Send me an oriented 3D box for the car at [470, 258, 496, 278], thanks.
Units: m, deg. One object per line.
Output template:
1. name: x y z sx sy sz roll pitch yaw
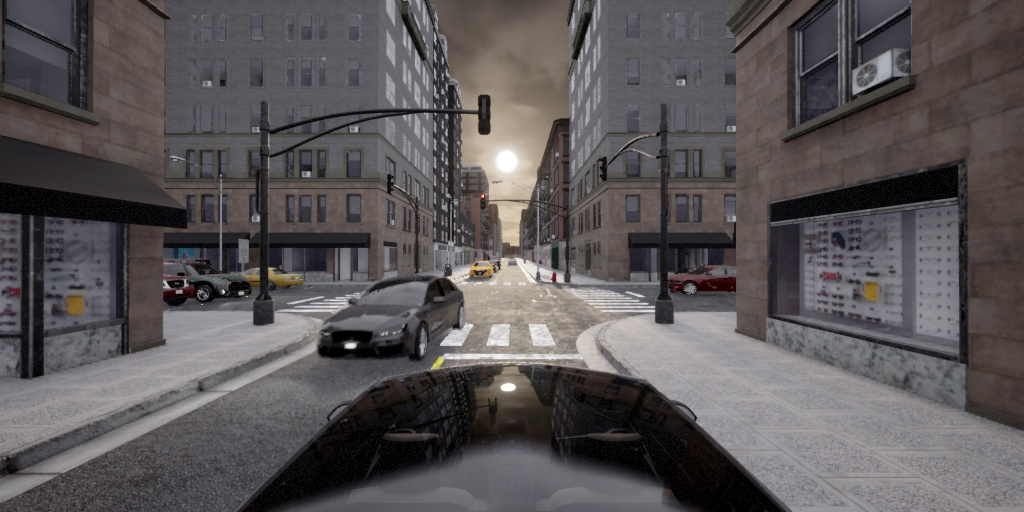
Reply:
1. car: -2.821 1.222 33.900 1.882 1.535 5.008 0 0 0

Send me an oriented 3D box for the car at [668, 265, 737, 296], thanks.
1. car: 10.603 1.244 18.981 5.008 1.535 1.882 0 0 0

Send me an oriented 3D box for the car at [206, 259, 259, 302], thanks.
1. car: -14.378 1.084 16.089 4.553 1.767 2.097 0 0 0

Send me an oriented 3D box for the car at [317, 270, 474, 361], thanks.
1. car: -2.434 1.255 8.437 1.837 1.490 4.892 -1 0 7

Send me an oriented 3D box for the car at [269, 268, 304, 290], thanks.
1. car: -15.234 1.279 21.575 4.829 1.417 1.751 0 0 0

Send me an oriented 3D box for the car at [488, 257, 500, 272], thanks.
1. car: -2.816 1.244 44.303 1.837 1.490 4.892 0 0 0

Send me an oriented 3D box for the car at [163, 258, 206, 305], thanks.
1. car: -15.090 1.035 13.549 5.009 1.841 2.192 0 0 0

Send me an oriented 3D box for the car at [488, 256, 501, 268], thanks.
1. car: -2.801 0.953 54.896 2.150 2.045 5.566 0 0 0
